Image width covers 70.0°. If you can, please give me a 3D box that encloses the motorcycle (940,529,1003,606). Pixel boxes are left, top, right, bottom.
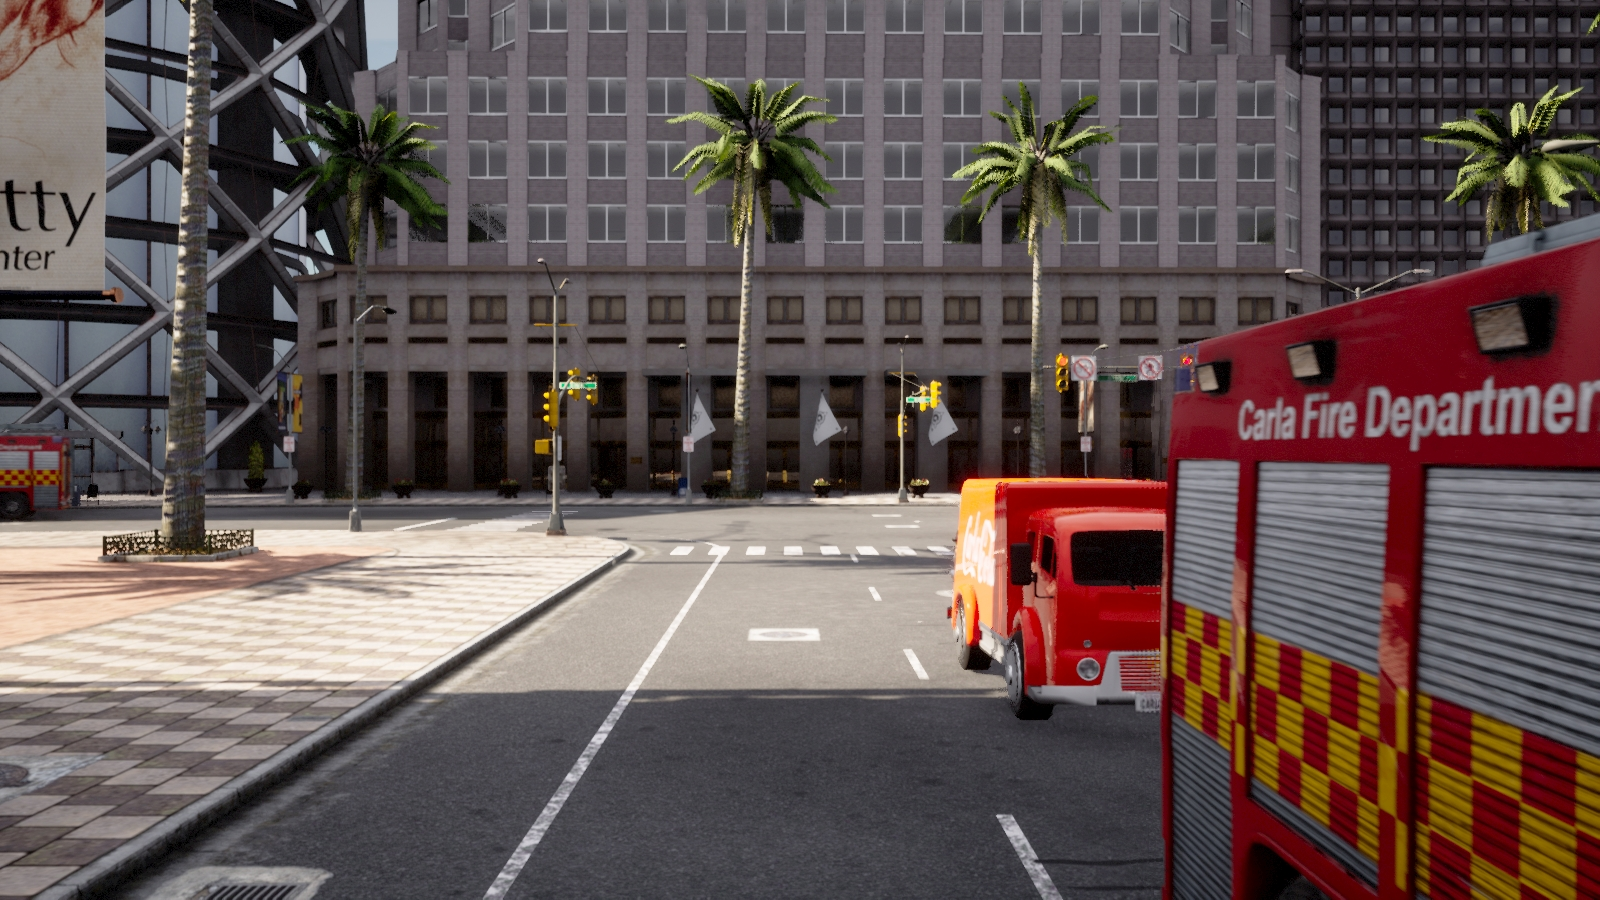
[{"bbox_3d":[3.248,2.208,21.796,0.867,1.251,2.209,0,0,0],"label":"motorcycle"}]

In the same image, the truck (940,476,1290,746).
[{"bbox_3d":[3.296,1.575,13.387,2.627,2.467,5.204,0,0,0],"label":"truck"}]

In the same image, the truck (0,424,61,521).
[{"bbox_3d":[-34.446,0.896,45.237,8.468,3.827,2.891,0,0,-26],"label":"truck"}]
